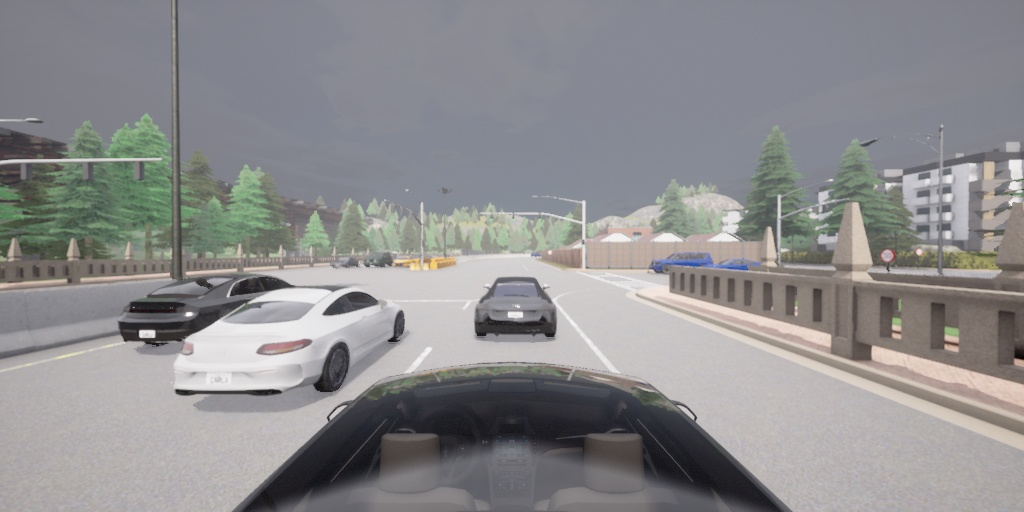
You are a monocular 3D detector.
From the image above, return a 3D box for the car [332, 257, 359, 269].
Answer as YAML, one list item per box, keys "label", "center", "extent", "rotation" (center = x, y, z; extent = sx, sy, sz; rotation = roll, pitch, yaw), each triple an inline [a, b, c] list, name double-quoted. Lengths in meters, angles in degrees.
- label: "car"
  center: [-21.096, 0.863, 45.646]
  extent: [1.812, 1.442, 4.674]
  rotation: [0, 1, 0]

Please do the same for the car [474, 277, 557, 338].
- label: "car"
  center: [0.126, 1.257, 9.997]
  extent: [1.994, 1.385, 4.181]
  rotation: [0, 1, 1]

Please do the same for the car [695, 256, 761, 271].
- label: "car"
  center: [18.471, 0.972, 29.903]
  extent: [5.008, 1.535, 1.882]
  rotation: [0, 1, 2]

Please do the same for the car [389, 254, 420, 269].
- label: "car"
  center: [-14.036, 0.801, 46.996]
  extent: [1.882, 1.535, 5.008]
  rotation: [0, 1, -1]

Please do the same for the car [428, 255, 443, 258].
- label: "car"
  center: [-14.011, 0.759, 63.461]
  extent: [1.895, 1.301, 4.718]
  rotation: [0, 1, 1]

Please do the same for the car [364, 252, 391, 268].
- label: "car"
  center: [-17.566, 0.539, 47.473]
  extent: [2.150, 2.045, 5.566]
  rotation: [0, 1, 0]

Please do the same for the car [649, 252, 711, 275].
- label: "car"
  center: [15.818, 0.680, 33.498]
  extent: [5.566, 2.045, 2.150]
  rotation: [0, 1, 2]

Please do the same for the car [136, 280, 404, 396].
- label: "car"
  center: [-3.431, 1.246, 6.509]
  extent: [1.812, 1.442, 4.674]
  rotation: [0, 1, 0]

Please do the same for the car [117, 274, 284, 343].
- label: "car"
  center: [-6.917, 1.202, 9.231]
  extent: [1.837, 1.490, 4.892]
  rotation: [0, 1, 0]
